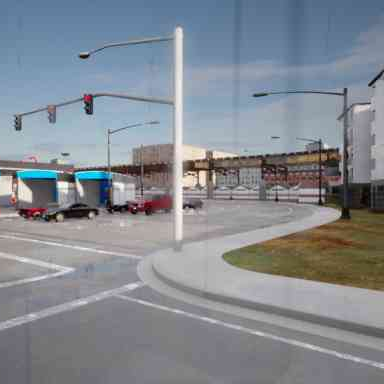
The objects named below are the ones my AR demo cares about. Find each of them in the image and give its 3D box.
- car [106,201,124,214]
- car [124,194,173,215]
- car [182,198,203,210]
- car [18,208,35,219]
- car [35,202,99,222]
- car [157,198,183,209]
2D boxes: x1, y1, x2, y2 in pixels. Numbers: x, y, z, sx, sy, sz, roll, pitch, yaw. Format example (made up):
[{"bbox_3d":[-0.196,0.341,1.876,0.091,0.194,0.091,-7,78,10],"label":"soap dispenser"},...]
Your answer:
[{"bbox_3d":[-7.115,1.601,36.248,1.895,1.301,4.718,0,0,30],"label":"car"},{"bbox_3d":[-4.135,1.221,34.443,2.150,2.045,5.566,0,0,30],"label":"car"},{"bbox_3d":[0.122,1.547,44.123,2.033,1.411,5.357,0,0,16],"label":"car"},{"bbox_3d":[-12.305,1.601,28.693,1.895,1.301,4.718,0,0,37],"label":"car"},{"bbox_3d":[-9.603,1.526,26.509,1.812,1.442,4.674,0,0,36],"label":"car"},{"bbox_3d":[-2.952,1.547,46.053,2.033,1.411,5.357,0,0,15],"label":"car"}]
